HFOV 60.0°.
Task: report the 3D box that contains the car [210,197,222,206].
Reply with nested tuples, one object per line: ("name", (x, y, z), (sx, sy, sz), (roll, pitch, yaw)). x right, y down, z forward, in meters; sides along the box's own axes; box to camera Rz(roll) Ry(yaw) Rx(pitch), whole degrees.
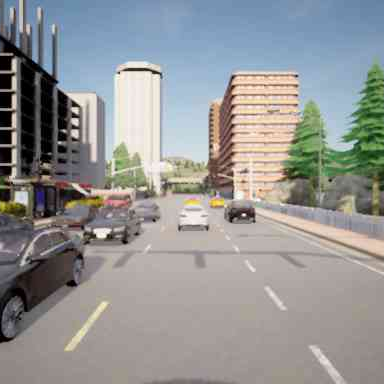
("car", (3.570, 1.411, 47.068), (1.882, 1.535, 5.008), (0, 0, 0))

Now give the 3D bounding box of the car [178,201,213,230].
("car", (0.093, 1.496, 20.807), (1.812, 1.442, 4.674), (0, 0, 0))

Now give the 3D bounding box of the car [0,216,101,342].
("car", (-3.598, 1.483, 6.524), (2.128, 1.511, 4.902), (0, 0, 0))

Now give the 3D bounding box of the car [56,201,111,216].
("car", (-7.056, 1.519, 21.214), (2.033, 1.411, 5.357), (0, 0, 0))

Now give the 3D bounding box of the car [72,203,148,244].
("car", (-3.584, 1.470, 15.665), (2.128, 1.511, 4.902), (0, 0, 0))

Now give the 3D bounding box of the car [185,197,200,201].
("car", (0.063, 1.416, 44.053), (1.882, 1.535, 5.008), (0, 0, 0))

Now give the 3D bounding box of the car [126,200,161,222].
("car", (-3.512, 1.512, 26.114), (2.033, 1.411, 5.357), (0, 0, 0))

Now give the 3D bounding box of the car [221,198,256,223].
("car", (3.592, 1.441, 25.472), (1.882, 1.535, 5.008), (0, 0, 0))

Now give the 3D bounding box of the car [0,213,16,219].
("car", (-7.093, 1.463, 11.050), (1.882, 1.535, 5.008), (0, 0, 0))

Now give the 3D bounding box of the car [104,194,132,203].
("car", (-7.011, 1.178, 31.701), (2.150, 2.045, 5.566), (0, 0, 0))
